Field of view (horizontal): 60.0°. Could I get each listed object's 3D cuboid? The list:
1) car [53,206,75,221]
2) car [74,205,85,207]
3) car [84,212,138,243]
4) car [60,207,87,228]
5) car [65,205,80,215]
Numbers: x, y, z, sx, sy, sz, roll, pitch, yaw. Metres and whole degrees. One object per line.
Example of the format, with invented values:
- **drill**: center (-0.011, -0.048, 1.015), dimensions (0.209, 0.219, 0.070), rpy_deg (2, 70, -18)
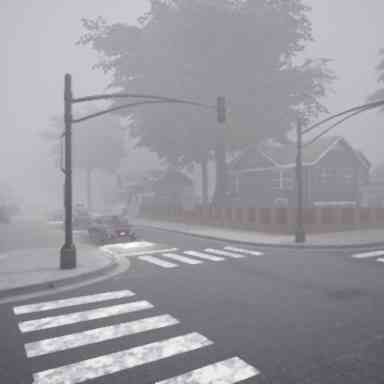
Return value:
- **car**: center (-15.060, 2.593, 38.644), dimensions (1.994, 1.385, 4.181), rpy_deg (0, -1, -25)
- **car**: center (-16.418, 2.598, 48.066), dimensions (2.097, 1.767, 4.553), rpy_deg (0, -1, -24)
- **car**: center (-4.681, 2.076, 19.385), dimensions (1.994, 1.385, 4.181), rpy_deg (0, -1, -30)
- **car**: center (-9.727, 2.280, 28.340), dimensions (1.812, 1.442, 4.674), rpy_deg (0, -1, -28)
- **car**: center (-20.573, 3.040, 57.130), dimensions (2.033, 1.411, 5.357), rpy_deg (0, -1, -23)
